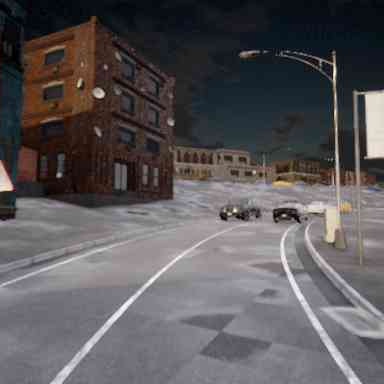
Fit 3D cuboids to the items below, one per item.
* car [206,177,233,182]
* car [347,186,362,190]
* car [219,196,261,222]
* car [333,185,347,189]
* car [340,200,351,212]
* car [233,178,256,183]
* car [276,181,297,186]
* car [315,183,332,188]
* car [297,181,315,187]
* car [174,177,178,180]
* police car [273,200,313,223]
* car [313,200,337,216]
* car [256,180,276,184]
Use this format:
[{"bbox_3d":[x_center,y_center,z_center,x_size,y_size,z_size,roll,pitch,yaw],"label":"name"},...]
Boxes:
[{"bbox_3d":[5.105,-2.257,68.355,4.892,1.521,2.231,2,-5,-22],"label":"car"},{"bbox_3d":[40.115,-0.861,84.964,4.892,1.521,2.231,3,-5,-29],"label":"car"},{"bbox_3d":[4.287,1.416,28.757,2.150,2.045,5.566,-2,-2,29],"label":"car"},{"bbox_3d":[35.377,-1.046,82.334,4.674,1.452,2.002,3,-5,-28],"label":"car"},{"bbox_3d":[16.522,1.626,37.996,1.882,1.535,5.008,-4,-3,43],"label":"car"},{"bbox_3d":[10.226,-2.102,70.407,4.892,1.521,2.231,2,-5,-22],"label":"car"},{"bbox_3d":[20.395,-1.726,74.831,5.008,1.535,2.097,2,-5,-24],"label":"car"},{"bbox_3d":[30.498,-1.275,79.764,4.792,1.488,2.163,2,-5,-27],"label":"car"},{"bbox_3d":[25.385,-1.649,77.204,4.553,1.767,2.185,2,-5,-25],"label":"car"},{"bbox_3d":[-5.054,-2.665,64.309,4.553,1.767,2.185,2,-5,-22],"label":"car"},{"bbox_3d":[7.695,1.463,25.705,1.930,1.638,5.238,-2,-1,28],"label":"police car"},{"bbox_3d":[12.810,1.630,33.633,1.812,1.442,4.674,-3,-2,38],"label":"car"},{"bbox_3d":[15.334,-1.881,72.562,4.674,1.452,2.002,2,-5,-23],"label":"car"}]
